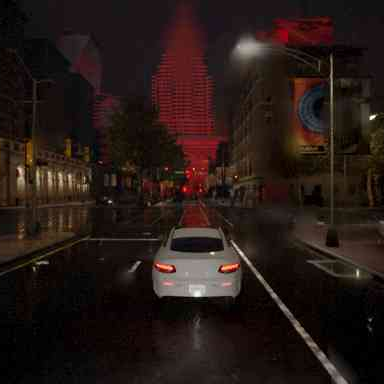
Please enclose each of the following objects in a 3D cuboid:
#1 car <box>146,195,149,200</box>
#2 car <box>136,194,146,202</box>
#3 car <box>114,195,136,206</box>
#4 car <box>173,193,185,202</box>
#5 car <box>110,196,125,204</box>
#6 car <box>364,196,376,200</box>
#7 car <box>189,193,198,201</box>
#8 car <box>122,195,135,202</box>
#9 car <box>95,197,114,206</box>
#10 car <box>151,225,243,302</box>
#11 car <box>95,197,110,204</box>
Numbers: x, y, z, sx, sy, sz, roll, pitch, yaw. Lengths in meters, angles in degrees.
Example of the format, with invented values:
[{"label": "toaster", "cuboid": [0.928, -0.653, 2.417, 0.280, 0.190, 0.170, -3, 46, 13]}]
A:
[{"label": "car", "cuboid": [-11.147, 1.355, 76.757, 2.097, 1.767, 4.553, 0, 0, 0]}, {"label": "car", "cuboid": [-11.214, 1.547, 66.537, 2.033, 1.411, 5.357, 0, 0, 1]}, {"label": "car", "cuboid": [-11.324, 1.477, 56.724, 1.882, 1.535, 5.008, 0, 0, 0]}, {"label": "car", "cuboid": [-3.151, 1.553, 74.669, 1.994, 1.385, 4.181, 0, 0, 0]}, {"label": "car", "cuboid": [-14.711, 1.505, 66.328, 1.837, 1.490, 4.892, 0, 0, 1]}, {"label": "car", "cuboid": [34.758, 1.481, 68.023, 2.231, 1.521, 4.892, 0, 0, 0]}, {"label": "car", "cuboid": [0.396, 1.355, 86.065, 2.097, 1.767, 4.553, 0, 0, 0]}, {"label": "car", "cuboid": [-14.647, 1.478, 76.742, 1.882, 1.535, 5.008, 0, 0, 0]}, {"label": "car", "cuboid": [-14.823, 1.547, 56.789, 2.033, 1.411, 5.357, 0, 0, 0]}, {"label": "car", "cuboid": [0.114, 1.526, 8.122, 1.812, 1.442, 4.674, 0, 0, 1]}, {"label": "car", "cuboid": [-17.943, 1.595, 66.873, 1.895, 1.301, 4.718, 0, 0, 0]}]
